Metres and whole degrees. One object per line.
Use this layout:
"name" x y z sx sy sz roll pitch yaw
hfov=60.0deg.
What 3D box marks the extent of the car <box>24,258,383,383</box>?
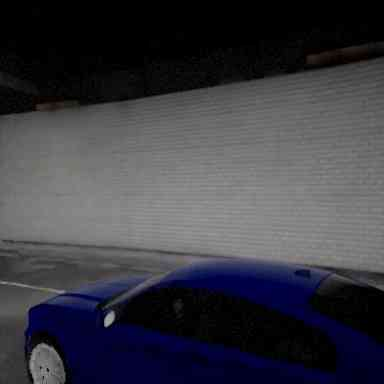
"car" 0.305 1.463 3.437 5.008 1.535 1.882 0 0 33
